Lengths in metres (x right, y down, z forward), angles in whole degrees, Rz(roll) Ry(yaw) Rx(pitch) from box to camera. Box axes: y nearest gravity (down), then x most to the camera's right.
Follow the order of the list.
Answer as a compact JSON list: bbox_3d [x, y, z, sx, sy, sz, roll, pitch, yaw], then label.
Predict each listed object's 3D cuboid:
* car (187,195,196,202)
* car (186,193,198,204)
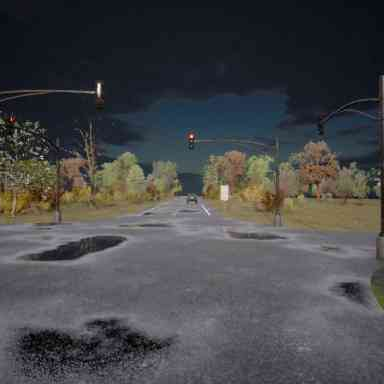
[{"bbox_3d":[-0.015,1.465,77.993,2.033,1.411,5.357,0,0,0],"label":"car"},{"bbox_3d":[-0.013,1.293,67.602,2.150,2.045,5.566,0,0,0],"label":"car"}]
